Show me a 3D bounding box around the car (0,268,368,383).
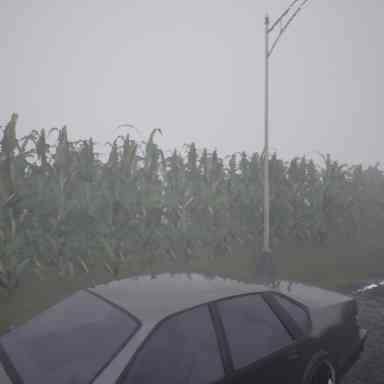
[{"bbox_3d":[-0.322,1.557,3.097,5.357,1.411,2.033,0,0,-40],"label":"car"}]
